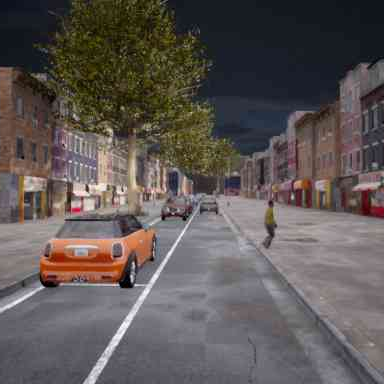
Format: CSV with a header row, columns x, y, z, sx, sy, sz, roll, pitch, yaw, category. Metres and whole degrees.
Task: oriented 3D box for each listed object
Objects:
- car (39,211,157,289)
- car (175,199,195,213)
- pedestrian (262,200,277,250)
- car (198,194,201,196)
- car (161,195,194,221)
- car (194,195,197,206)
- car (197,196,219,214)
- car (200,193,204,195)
x,y,z,sx,sy,sz,roll,pitch,yaw,category
-2.315,1.348,9.395,2.097,1.767,4.553,0,0,3,car
-0.751,1.521,38.378,1.887,1.381,4.507,2,0,3,car
2.789,1.138,11.980,0.375,1.860,0.375,-2,-2,3,pedestrian
0.071,1.407,54.964,1.967,1.590,4.097,2,0,3,car
-1.290,1.299,27.321,2.192,1.841,5.009,2,0,3,car
-1.017,1.295,32.849,2.192,1.841,5.009,2,0,3,car
1.788,1.470,35.056,2.128,1.511,4.902,0,0,3,car
1.159,1.546,77.078,1.802,1.307,4.206,2,0,3,car
